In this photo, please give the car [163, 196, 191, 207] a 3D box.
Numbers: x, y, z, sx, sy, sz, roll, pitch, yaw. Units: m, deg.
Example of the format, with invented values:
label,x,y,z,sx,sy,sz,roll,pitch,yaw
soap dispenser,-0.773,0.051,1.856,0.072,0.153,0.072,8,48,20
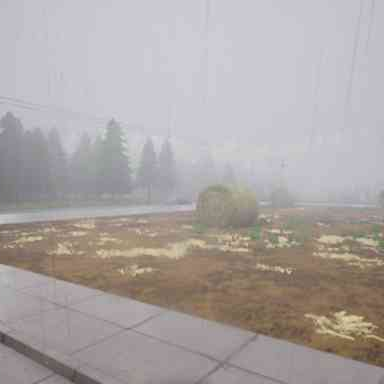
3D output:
label,x,y,z,sx,sy,sz,roll,pitch,yaw
car,-2.104,1.353,48.165,1.837,1.490,4.892,0,0,37
